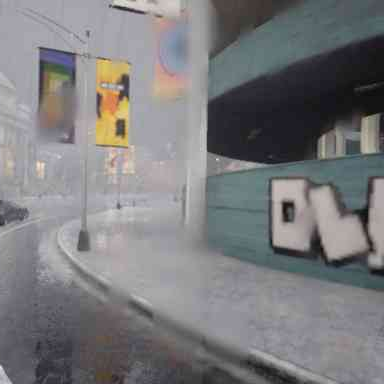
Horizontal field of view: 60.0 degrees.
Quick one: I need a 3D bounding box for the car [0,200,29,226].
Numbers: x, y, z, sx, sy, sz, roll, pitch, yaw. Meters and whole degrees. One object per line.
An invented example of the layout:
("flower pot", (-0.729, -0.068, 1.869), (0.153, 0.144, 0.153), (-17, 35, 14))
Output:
("car", (-11.474, 1.196, 19.801), (2.033, 1.411, 5.357), (1, 0, -9))
